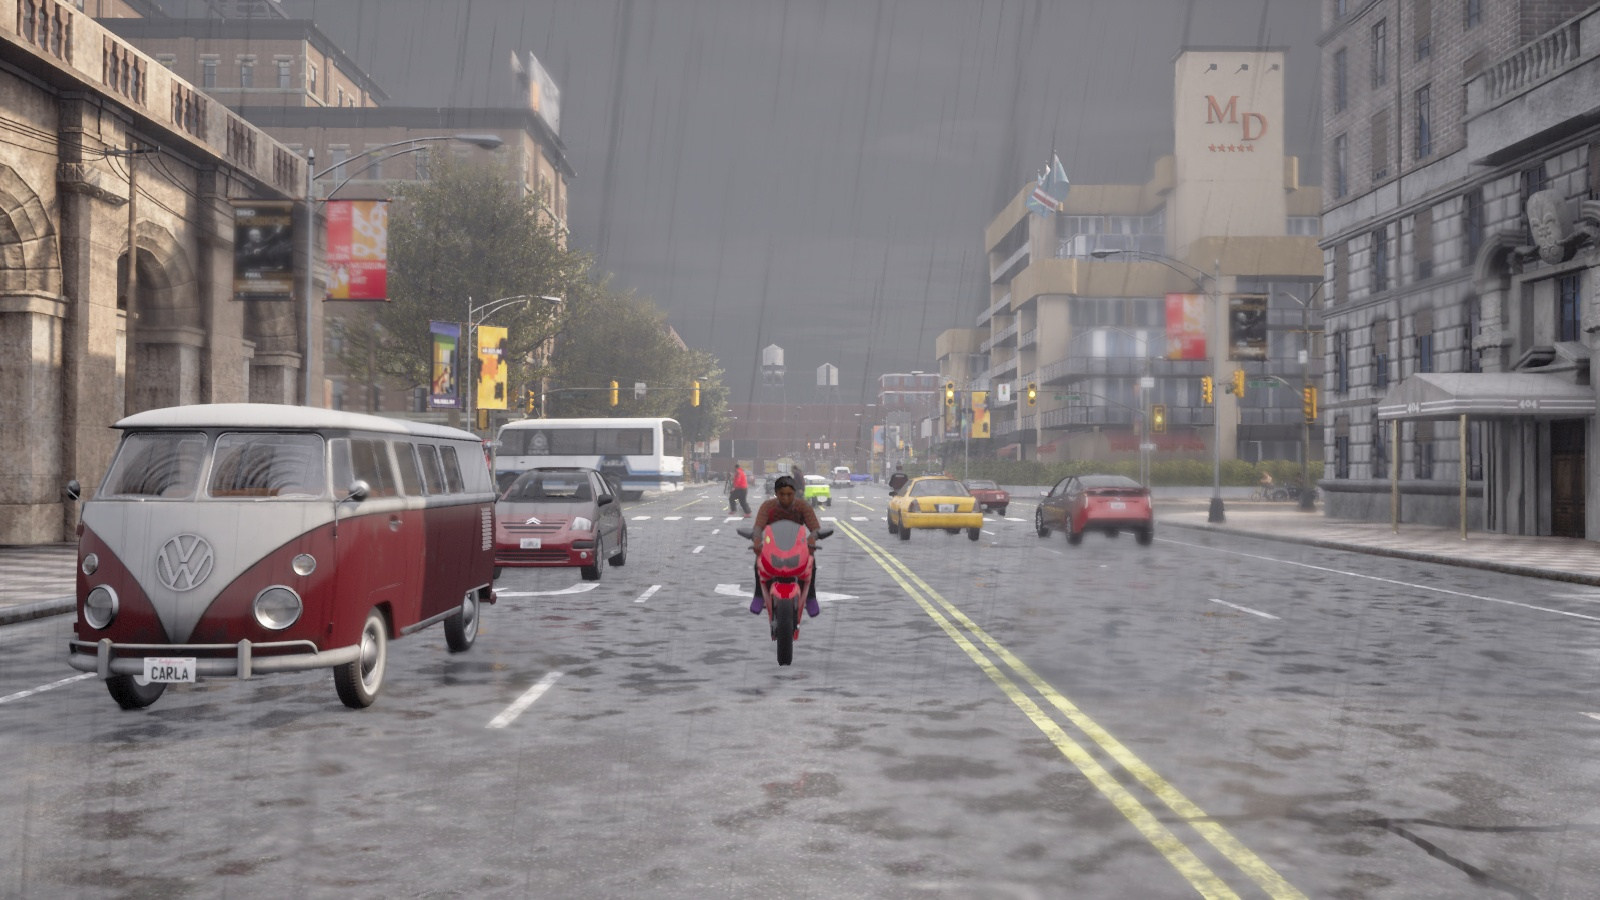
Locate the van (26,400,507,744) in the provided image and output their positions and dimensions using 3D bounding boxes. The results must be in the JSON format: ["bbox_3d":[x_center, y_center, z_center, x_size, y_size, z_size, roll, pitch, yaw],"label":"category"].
[{"bbox_3d":[-3.607,0.741,9.502,1.775,1.987,4.442,0,-1,-1],"label":"van"}]

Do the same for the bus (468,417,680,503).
[{"bbox_3d":[-11.833,0.590,65.968,10.273,4.253,3.944,-1,-2,15],"label":"bus"}]

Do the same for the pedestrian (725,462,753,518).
[{"bbox_3d":[-2.034,1.321,41.773,0.899,1.844,0.634,0,-1,0],"label":"pedestrian"}]

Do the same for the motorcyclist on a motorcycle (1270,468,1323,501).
[{"bbox_3d":[24.891,1.721,62.998,2.350,1.649,0.766,0,-1,-1],"label":"motorcyclist on a motorcycle"}]

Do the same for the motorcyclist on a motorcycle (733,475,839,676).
[{"bbox_3d":[-0.115,0.975,10.601,0.797,1.523,2.044,0,-1,0],"label":"motorcyclist on a motorcycle"}]

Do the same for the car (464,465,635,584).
[{"bbox_3d":[-3.690,1.049,19.162,1.851,1.617,3.988,0,-1,-1],"label":"car"}]

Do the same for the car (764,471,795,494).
[{"bbox_3d":[-1.442,2.247,87.812,2.128,1.511,4.902,0,-1,-1],"label":"car"}]

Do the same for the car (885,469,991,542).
[{"bbox_3d":[3.152,1.239,29.732,1.801,1.575,5.366,0,-1,-1],"label":"car"}]

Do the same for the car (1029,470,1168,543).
[{"bbox_3d":[6.674,1.213,28.579,2.007,1.525,4.514,0,-1,-1],"label":"car"}]

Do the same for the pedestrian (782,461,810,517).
[{"bbox_3d":[-0.140,1.309,41.918,0.899,1.844,0.634,0,-1,1],"label":"pedestrian"}]

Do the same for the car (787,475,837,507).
[{"bbox_3d":[0.527,1.809,56.198,1.481,1.376,2.207,0,-1,-23],"label":"car"}]

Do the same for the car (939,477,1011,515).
[{"bbox_3d":[6.343,1.661,46.064,1.895,1.301,4.718,0,-1,-1],"label":"car"}]
